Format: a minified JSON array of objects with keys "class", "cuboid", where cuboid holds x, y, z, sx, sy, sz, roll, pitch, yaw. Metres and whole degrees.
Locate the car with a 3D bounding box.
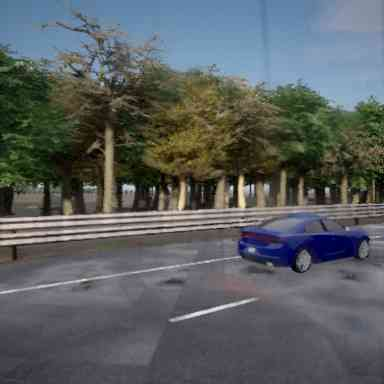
[{"class":"car","cuboid":[3.685,1.449,10.558,5.008,1.535,1.882,0,0,-34]}]
